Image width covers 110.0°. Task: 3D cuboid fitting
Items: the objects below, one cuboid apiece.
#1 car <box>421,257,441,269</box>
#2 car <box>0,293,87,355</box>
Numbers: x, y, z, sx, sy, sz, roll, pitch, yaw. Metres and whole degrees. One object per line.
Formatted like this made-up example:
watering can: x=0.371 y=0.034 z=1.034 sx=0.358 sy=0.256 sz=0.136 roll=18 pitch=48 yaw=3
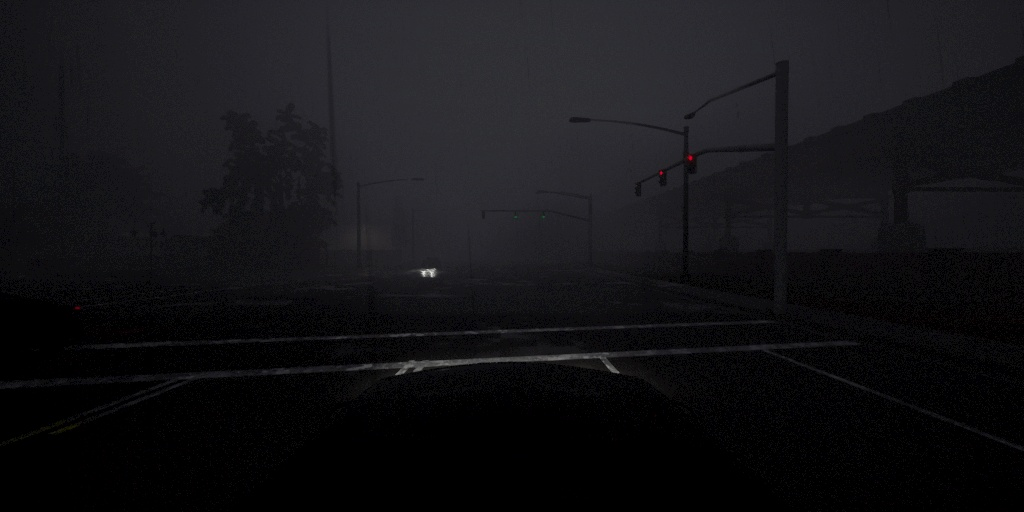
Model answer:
car: x=-10.490 y=0.870 z=46.784 sx=2.128 sy=1.511 sz=4.902 roll=0 pitch=1 yaw=0
car: x=-10.501 y=1.322 z=6.224 sx=1.994 sy=1.385 sz=4.181 roll=0 pitch=0 yaw=0
